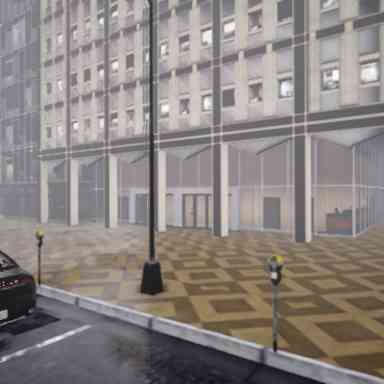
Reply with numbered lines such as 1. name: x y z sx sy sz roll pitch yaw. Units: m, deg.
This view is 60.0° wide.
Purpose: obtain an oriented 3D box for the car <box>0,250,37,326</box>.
1. car: -4.621 1.617 6.170 4.403 1.369 2.008 -1 0 36
